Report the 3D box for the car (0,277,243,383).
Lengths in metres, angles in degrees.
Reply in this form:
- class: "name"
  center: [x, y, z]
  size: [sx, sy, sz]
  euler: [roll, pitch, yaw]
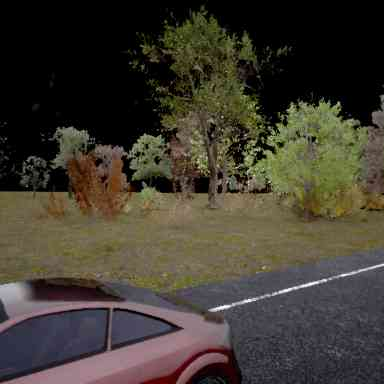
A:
- class: "car"
  center: [-1.555, 1.564, 2.882]
  size: [4.181, 1.385, 1.994]
  euler: [0, 0, -36]
